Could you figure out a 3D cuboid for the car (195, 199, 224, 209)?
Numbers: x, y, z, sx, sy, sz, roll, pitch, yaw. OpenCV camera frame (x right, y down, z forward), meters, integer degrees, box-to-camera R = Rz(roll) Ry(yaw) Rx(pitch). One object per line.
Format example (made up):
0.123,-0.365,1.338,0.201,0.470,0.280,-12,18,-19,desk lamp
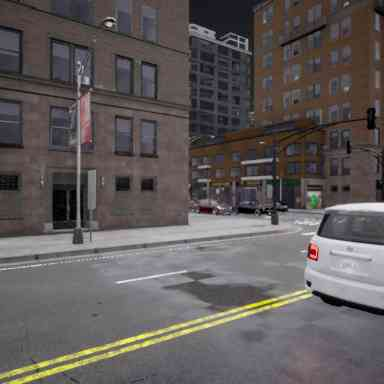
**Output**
2.310,1.594,45.968,1.802,1.307,4.206,0,0,-35,car

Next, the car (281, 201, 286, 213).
8.676,1.580,36.969,1.947,1.339,4.313,0,0,-35,car

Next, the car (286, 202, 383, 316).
4.639,1.223,6.757,5.566,2.045,2.150,0,0,-36,car

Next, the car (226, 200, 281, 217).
5.716,1.595,31.651,1.895,1.301,4.718,0,0,-35,car

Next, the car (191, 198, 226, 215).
2.125,1.423,32.335,1.967,1.590,4.097,0,0,-35,car

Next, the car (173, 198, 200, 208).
-0.872,1.579,50.466,1.947,1.339,4.313,0,0,-35,car

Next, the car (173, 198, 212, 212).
-0.022,1.482,39.764,2.128,1.511,4.902,0,0,-35,car

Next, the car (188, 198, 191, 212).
-1.058,1.422,36.834,1.967,1.590,4.097,0,0,-35,car
